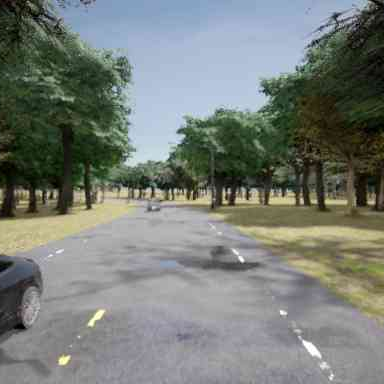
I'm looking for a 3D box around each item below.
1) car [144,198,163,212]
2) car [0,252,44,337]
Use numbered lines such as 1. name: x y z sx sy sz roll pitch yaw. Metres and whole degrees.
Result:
1. car: -5.206 1.974 46.025 2.128 1.511 4.902 0 -1 -5
2. car: -3.609 1.571 4.355 1.812 1.442 4.674 0 -1 0
